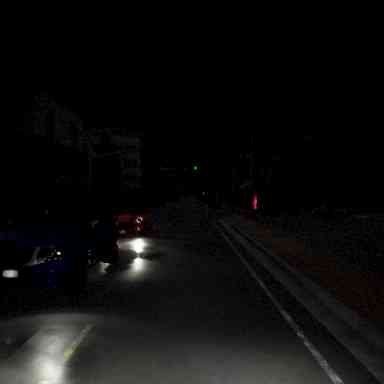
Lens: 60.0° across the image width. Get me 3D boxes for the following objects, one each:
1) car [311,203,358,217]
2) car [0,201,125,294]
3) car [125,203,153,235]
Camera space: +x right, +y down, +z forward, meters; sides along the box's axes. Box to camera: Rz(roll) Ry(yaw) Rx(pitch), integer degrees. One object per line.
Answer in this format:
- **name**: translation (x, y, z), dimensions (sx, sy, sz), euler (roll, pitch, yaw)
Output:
- **car**: translation (15.164, 1.955, 35.479), dimensions (4.674, 1.442, 1.812), euler (0, 0, 0)
- **car**: translation (-3.596, 1.290, 9.356), dimensions (2.150, 2.045, 5.566), euler (0, -1, 0)
- **car**: translation (-3.560, 1.492, 19.534), dimensions (2.097, 1.767, 4.553), euler (0, 0, 0)
